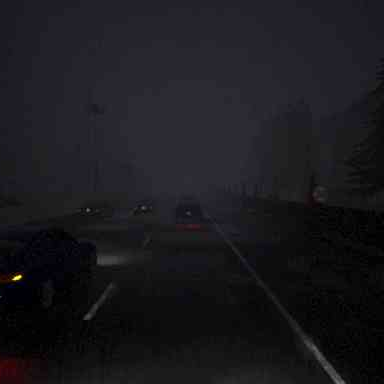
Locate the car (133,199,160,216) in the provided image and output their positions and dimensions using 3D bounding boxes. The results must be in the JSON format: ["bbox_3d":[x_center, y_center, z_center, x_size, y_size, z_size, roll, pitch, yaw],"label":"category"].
[{"bbox_3d":[-3.808,1.273,28.454,2.033,1.411,5.357,0,1,-1],"label":"car"}]

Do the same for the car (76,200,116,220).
[{"bbox_3d":[-7.266,1.310,25.587,2.033,1.411,5.357,0,1,-1],"label":"car"}]

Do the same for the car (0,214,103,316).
[{"bbox_3d":[-3.509,1.461,7.230,1.812,1.442,4.674,0,1,-1],"label":"car"}]

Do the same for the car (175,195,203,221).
[{"bbox_3d":[-0.246,1.235,24.350,1.882,1.535,5.008,0,0,-1],"label":"car"}]
